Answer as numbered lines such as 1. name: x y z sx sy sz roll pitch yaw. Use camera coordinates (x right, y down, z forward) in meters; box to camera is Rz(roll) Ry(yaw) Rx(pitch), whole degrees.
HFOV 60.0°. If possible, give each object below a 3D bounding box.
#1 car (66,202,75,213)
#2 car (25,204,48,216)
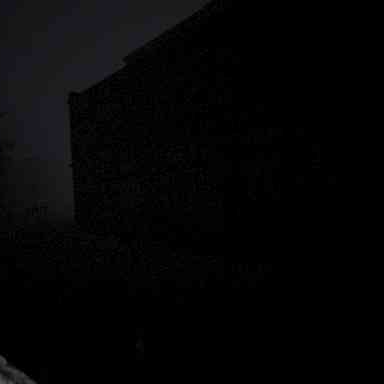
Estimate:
1. car: -18.322 2.322 51.574 1.882 1.535 5.008 -4 -1 -12
2. car: -21.617 2.473 46.197 1.837 1.490 4.892 1 -3 -43
